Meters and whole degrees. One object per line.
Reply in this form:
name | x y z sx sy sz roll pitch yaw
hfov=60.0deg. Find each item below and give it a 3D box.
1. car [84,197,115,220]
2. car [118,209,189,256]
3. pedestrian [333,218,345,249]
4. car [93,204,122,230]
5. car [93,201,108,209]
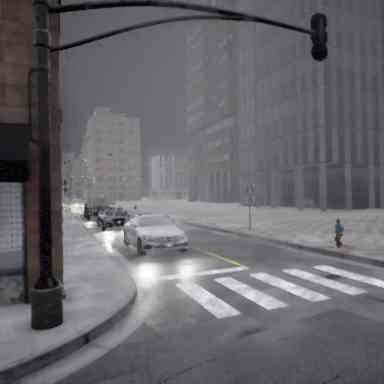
car | -9.446 1.564 33.058 2.150 2.045 5.566 -1 0 -22
car | -1.669 1.623 13.913 1.812 1.442 4.674 -1 0 -22
pedestrian | 5.292 1.459 11.910 0.500 1.100 0.500 -1 0 -22
car | -5.431 1.780 23.141 1.994 1.385 4.181 -1 0 -22
car | -15.703 2.176 57.003 1.895 1.301 4.718 -1 0 -22
